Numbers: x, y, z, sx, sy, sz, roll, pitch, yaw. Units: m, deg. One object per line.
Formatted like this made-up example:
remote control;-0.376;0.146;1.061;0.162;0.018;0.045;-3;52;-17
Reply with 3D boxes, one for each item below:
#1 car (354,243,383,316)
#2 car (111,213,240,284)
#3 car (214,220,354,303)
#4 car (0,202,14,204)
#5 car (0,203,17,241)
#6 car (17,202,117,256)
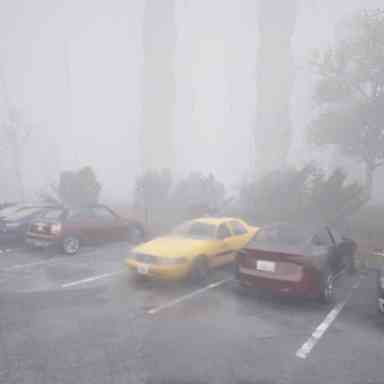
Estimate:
car;5.023;1.482;6.789;2.231;1.521;4.892;0;0;36
car;0.426;1.435;9.835;1.946;1.575;5.366;1;0;36
car;2.797;1.493;8.406;2.163;1.488;4.792;1;0;36
car;-8.434;1.349;16.388;2.002;1.452;4.674;1;1;36
car;-6.195;1.386;14.784;2.002;1.452;4.674;1;1;36
car;-3.963;1.257;13.156;2.185;1.767;4.553;1;1;35
